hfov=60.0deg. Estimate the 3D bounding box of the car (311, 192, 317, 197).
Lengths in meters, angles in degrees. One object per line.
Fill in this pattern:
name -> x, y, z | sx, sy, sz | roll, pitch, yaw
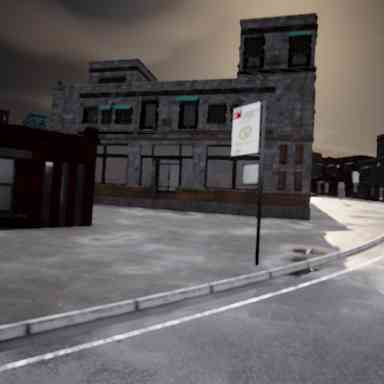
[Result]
car -> 20.244, 0.095, 60.324 | 2.033, 1.411, 5.357 | 4, 2, -18
